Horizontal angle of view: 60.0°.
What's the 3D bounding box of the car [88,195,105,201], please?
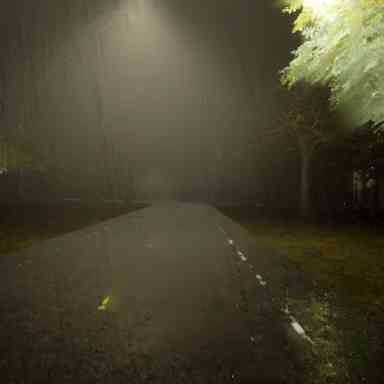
[{"bbox_3d":[-26.226,1.512,91.592,4.553,1.767,2.097,2,0,0],"label":"car"}]
